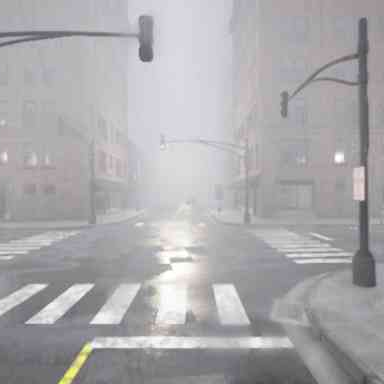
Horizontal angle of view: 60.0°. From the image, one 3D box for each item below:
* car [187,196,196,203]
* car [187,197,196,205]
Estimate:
[{"bbox_3d":[-0.115,1.650,72.149,1.895,1.301,4.718,0,0,0],"label":"car"},{"bbox_3d":[-0.099,1.740,61.696,2.033,1.411,5.357,0,0,0],"label":"car"}]
